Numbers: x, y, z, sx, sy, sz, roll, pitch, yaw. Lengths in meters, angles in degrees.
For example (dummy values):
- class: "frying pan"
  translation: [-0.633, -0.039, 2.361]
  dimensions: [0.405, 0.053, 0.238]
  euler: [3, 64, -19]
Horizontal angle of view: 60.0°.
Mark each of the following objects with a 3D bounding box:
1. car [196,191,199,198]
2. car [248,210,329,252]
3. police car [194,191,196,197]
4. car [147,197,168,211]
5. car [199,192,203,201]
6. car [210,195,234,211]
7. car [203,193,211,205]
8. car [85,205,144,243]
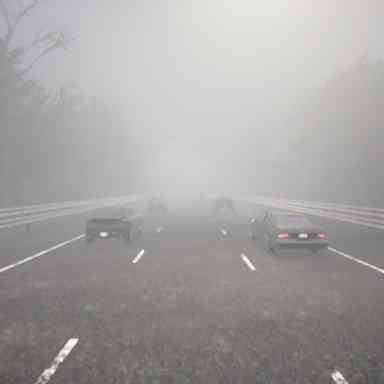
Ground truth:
- class: "car"
  translation: [2.487, 0.896, 71.844]
  dimensions: [2.163, 1.488, 4.792]
  euler: [0, 1, -2]
- class: "car"
  translation: [3.560, 1.439, 13.209]
  dimensions: [2.033, 1.411, 5.357]
  euler: [0, 0, 0]
- class: "police car"
  translation: [2.154, 0.718, 82.955]
  dimensions: [1.930, 1.638, 5.238]
  euler: [0, 1, -2]
- class: "car"
  translation: [-3.655, 1.256, 35.468]
  dimensions: [2.033, 1.411, 5.357]
  euler: [0, 0, -1]
- class: "car"
  translation: [2.773, 1.090, 60.811]
  dimensions: [1.895, 1.301, 4.718]
  euler: [0, 1, -1]
- class: "car"
  translation: [3.336, 1.207, 35.948]
  dimensions: [1.837, 1.490, 4.892]
  euler: [0, 0, -1]
- class: "car"
  translation: [3.012, 1.112, 49.747]
  dimensions: [1.812, 1.442, 4.674]
  euler: [0, 1, -1]
- class: "car"
  translation: [-3.455, 1.380, 15.397]
  dimensions: [1.837, 1.490, 4.892]
  euler: [0, 0, 0]
